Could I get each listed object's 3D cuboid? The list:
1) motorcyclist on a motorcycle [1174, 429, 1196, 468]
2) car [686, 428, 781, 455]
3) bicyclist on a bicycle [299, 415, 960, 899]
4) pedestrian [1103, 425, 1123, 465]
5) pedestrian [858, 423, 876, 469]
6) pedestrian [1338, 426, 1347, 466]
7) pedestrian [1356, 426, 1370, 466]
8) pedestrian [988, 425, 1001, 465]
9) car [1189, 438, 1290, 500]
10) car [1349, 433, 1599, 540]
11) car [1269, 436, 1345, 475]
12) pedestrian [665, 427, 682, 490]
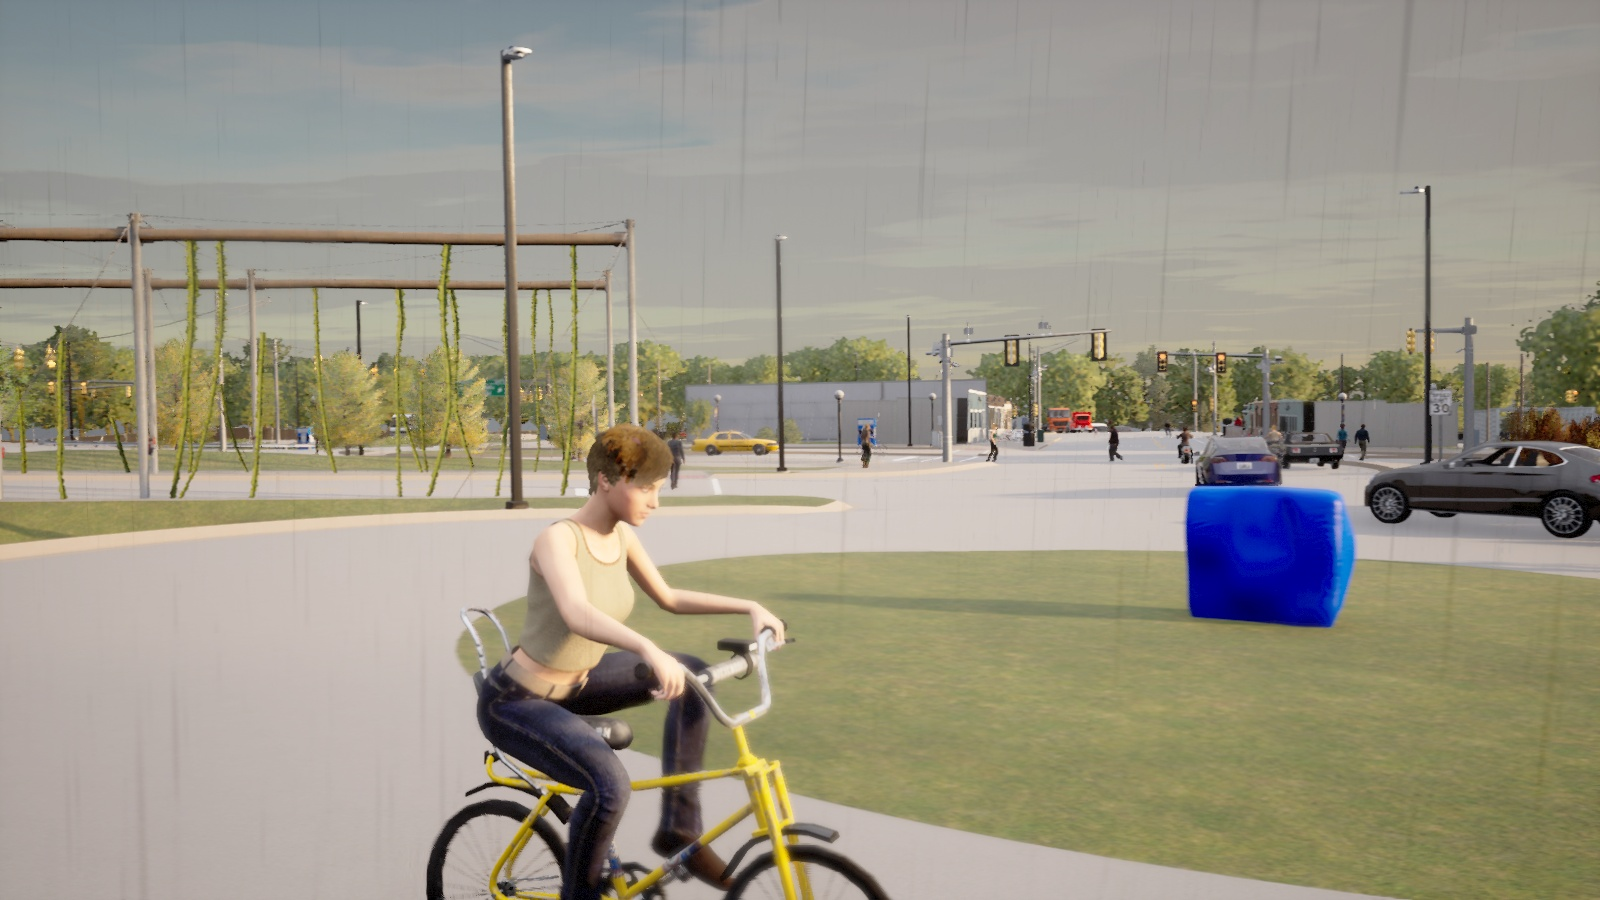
[{"bbox_3d":[16.697,-0.070,54.478,0.766,1.649,2.350,0,0,13],"label":"motorcyclist on a motorcycle"},{"bbox_3d":[-3.979,-0.500,75.357,5.366,1.575,1.801,0,1,10],"label":"car"},{"bbox_3d":[-0.436,0.733,3.386,1.509,1.612,0.866,1,1,23],"label":"bicyclist on a bicycle"},{"bbox_3d":[14.818,-0.249,59.419,0.899,1.844,0.634,0,2,11],"label":"pedestrian"},{"bbox_3d":[2.720,-0.164,50.960,0.634,1.846,0.331,-2,3,-36],"label":"pedestrian"},{"bbox_3d":[26.617,-0.210,61.597,0.396,1.930,0.692,0,2,24],"label":"pedestrian"},{"bbox_3d":[26.025,-0.175,58.035,0.370,1.835,0.726,1,3,44],"label":"pedestrian"},{"bbox_3d":[9.027,-0.247,58.319,0.594,1.836,0.345,0,2,5],"label":"pedestrian"},{"bbox_3d":[11.763,0.468,33.900,2.163,1.488,4.792,-1,1,15],"label":"car"},{"bbox_3d":[13.245,0.586,23.589,2.152,1.651,5.027,-2,3,-32],"label":"car"},{"bbox_3d":[18.270,0.154,45.470,1.895,1.301,4.718,0,1,14],"label":"car"},{"bbox_3d":[-3.939,0.261,39.262,0.423,1.949,0.788,-1,2,0],"label":"pedestrian"}]
